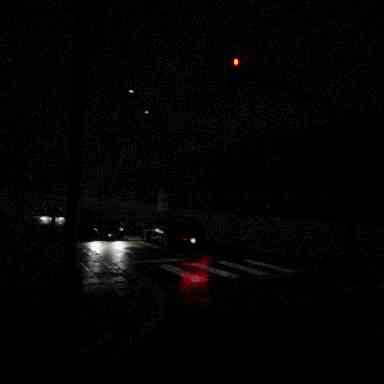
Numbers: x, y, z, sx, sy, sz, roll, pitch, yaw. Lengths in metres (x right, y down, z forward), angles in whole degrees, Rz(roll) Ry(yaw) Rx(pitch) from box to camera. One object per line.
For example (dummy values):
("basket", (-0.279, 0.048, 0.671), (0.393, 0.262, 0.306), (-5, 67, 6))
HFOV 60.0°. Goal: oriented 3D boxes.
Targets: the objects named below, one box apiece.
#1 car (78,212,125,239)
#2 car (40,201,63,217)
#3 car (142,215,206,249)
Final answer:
("car", (-5.575, 1.899, 19.676), (2.033, 1.411, 5.357), (3, -3, -29))
("car", (-16.530, 1.922, 39.194), (2.097, 1.767, 4.553), (3, -2, -29))
("car", (-1.031, 1.962, 16.936), (1.837, 1.490, 4.892), (3, -3, -27))
